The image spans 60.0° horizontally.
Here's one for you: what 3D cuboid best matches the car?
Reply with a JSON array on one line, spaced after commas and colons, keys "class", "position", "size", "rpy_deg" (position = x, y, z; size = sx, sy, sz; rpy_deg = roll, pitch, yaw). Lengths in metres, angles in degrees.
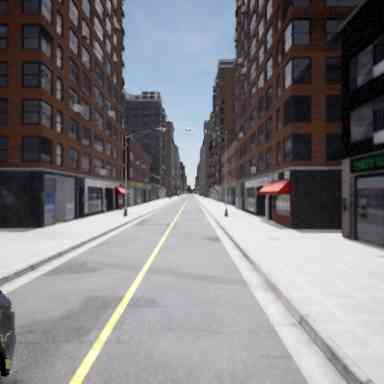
[{"class": "car", "position": [-2.837, 1.492, 1.672], "size": [2.128, 1.511, 4.902], "rpy_deg": [0, 0, 0]}]
